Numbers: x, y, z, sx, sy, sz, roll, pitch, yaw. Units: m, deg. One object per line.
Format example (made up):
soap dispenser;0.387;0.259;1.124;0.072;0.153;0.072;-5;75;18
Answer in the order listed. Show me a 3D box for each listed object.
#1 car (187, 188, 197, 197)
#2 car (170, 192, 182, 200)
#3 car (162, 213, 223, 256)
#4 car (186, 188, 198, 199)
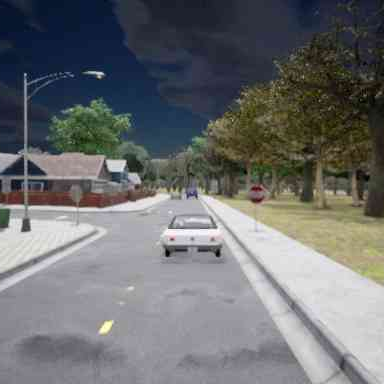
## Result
car;0.015;-0.001;78.506;2.150;2.045;5.566;0;1;-2
car;-2.788;0.716;58.377;1.812;1.442;4.674;0;1;1
car;0.037;1.423;12.227;1.895;1.301;4.718;0;1;0
car;0.041;0.317;65.597;2.150;2.045;5.566;0;0;0
